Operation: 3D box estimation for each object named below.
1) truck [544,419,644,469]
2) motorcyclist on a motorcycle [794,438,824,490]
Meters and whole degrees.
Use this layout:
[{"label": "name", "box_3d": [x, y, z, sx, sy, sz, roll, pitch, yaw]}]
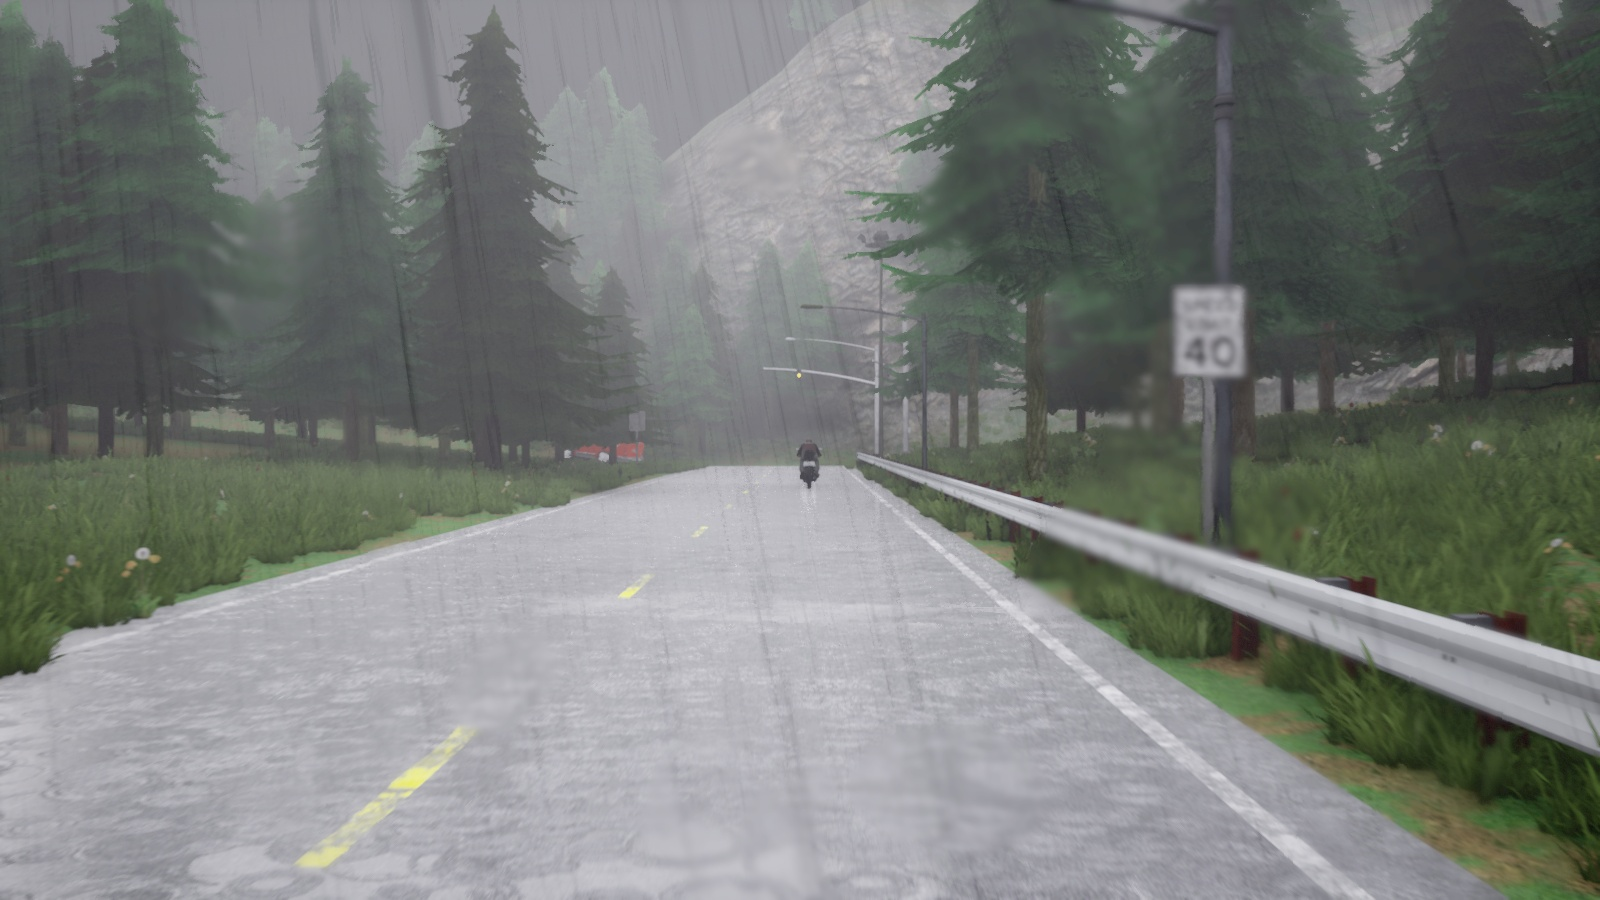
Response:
[{"label": "truck", "box_3d": [-12.499, -0.382, 76.212, 5.204, 2.467, 2.627, 7, 2, 22]}, {"label": "motorcyclist on a motorcycle", "box_3d": [0.278, 0.408, 38.130, 0.866, 1.530, 2.191, 0, 1, 0]}]
